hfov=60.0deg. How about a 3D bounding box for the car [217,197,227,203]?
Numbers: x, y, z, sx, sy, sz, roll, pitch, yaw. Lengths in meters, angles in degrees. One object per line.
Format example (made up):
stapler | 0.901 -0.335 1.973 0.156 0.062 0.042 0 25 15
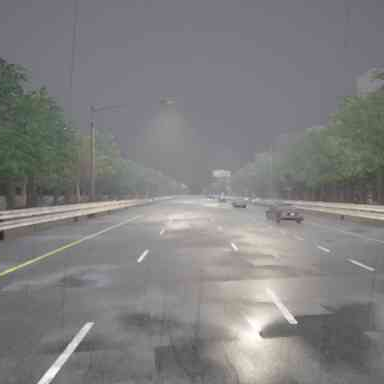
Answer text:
car | 7.399 1.960 82.220 1.812 1.442 4.674 0 0 1

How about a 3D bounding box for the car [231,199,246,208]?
car | 7.165 1.811 51.643 1.994 1.385 4.181 0 0 0

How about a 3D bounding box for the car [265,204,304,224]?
car | 7.045 1.642 25.798 2.033 1.411 5.357 0 0 0
